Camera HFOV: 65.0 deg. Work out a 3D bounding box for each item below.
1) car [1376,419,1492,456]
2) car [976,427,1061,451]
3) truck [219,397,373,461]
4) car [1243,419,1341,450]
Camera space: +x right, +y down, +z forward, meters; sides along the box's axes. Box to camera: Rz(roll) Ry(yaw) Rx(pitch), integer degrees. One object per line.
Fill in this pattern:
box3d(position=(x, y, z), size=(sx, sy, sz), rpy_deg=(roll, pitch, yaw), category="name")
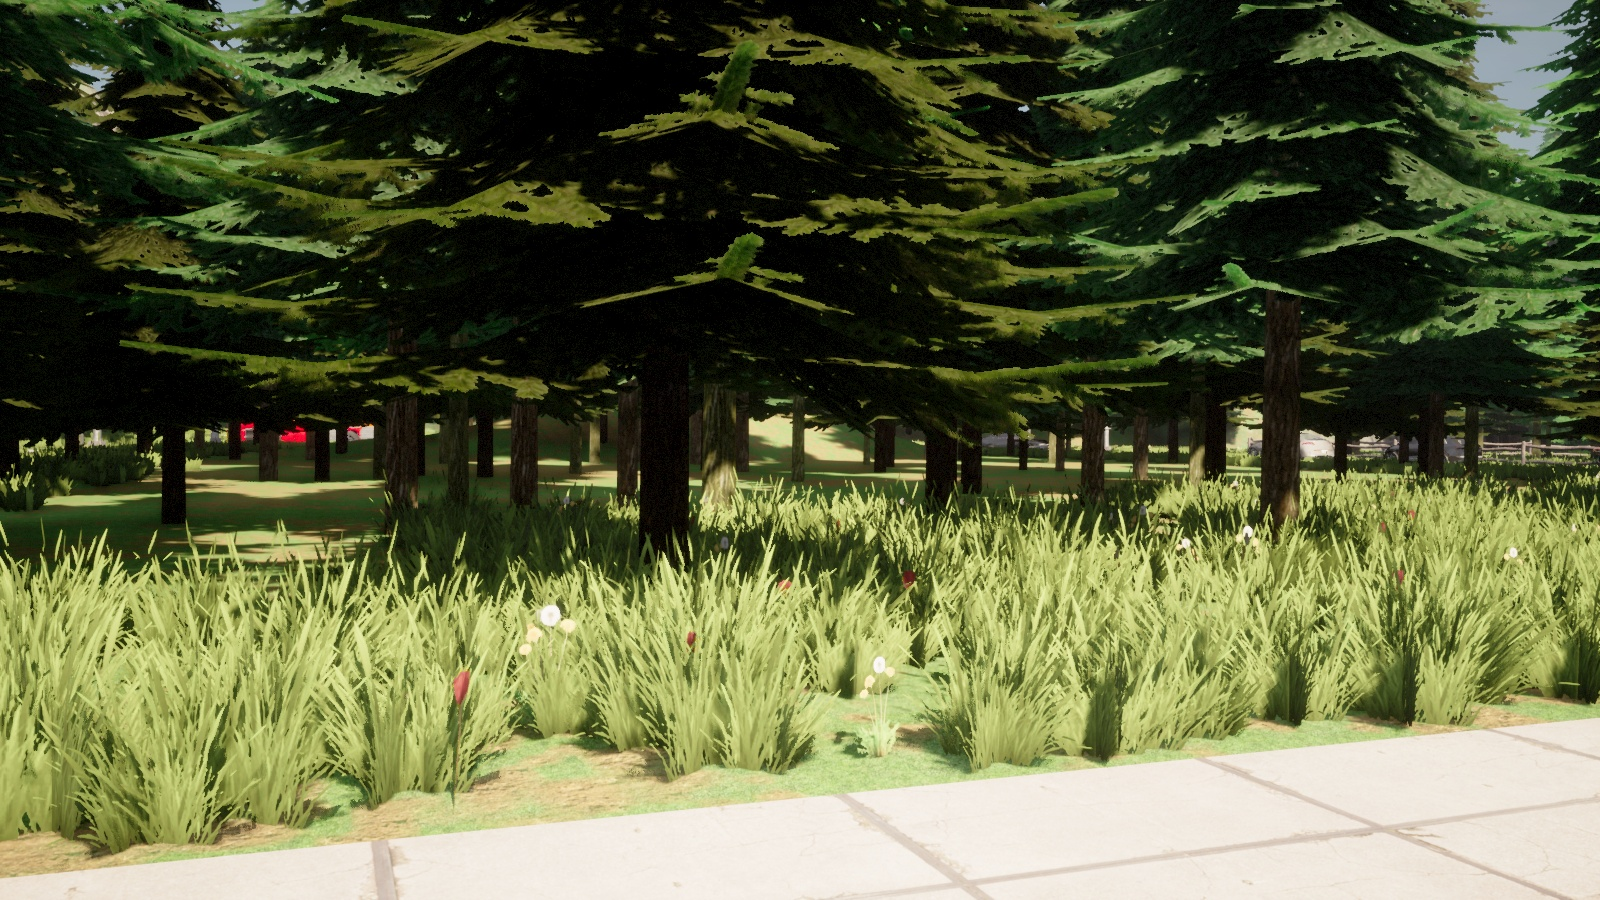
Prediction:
box3d(position=(29.944, -0.590, 59.509), size=(2.033, 1.649, 4.856), rpy_deg=(-1, 1, -20), category="car")
box3d(position=(14.030, -0.734, 80.732), size=(4.902, 1.511, 2.128), rpy_deg=(0, 1, 36), category="car")
box3d(position=(-31.506, -1.334, 78.750), size=(8.468, 3.827, 2.891), rpy_deg=(-1, 1, -40), category="truck")
box3d(position=(26.747, -0.852, 68.436), size=(2.152, 1.651, 5.027), rpy_deg=(-1, 1, -20), category="car")
